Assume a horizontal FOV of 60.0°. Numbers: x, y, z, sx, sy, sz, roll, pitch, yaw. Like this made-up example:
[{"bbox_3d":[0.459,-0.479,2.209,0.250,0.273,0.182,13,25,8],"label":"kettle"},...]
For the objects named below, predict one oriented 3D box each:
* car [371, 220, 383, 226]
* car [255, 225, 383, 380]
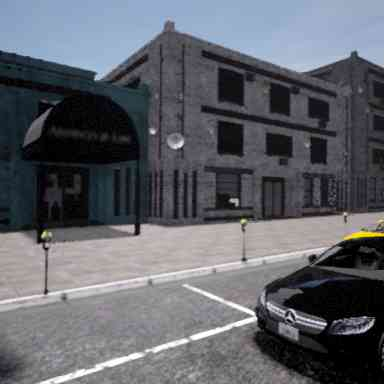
[{"bbox_3d":[7.030,1.525,11.524,4.829,1.417,1.752,0,1,-35],"label":"car"},{"bbox_3d":[3.137,1.525,5.587,4.674,1.442,1.812,0,0,-35],"label":"car"}]
